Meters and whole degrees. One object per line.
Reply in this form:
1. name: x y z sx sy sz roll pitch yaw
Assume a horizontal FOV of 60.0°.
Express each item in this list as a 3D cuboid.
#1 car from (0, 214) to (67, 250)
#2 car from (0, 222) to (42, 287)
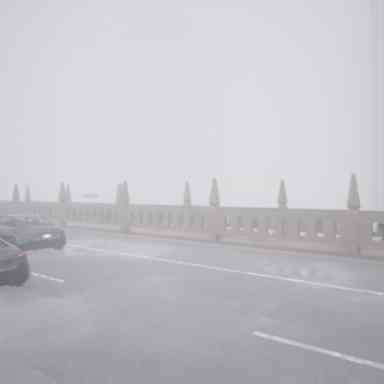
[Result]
1. car: -6.884 1.564 13.203 4.181 1.385 1.994 0 0 35
2. car: -5.852 1.564 8.168 4.181 1.385 1.994 0 0 36
